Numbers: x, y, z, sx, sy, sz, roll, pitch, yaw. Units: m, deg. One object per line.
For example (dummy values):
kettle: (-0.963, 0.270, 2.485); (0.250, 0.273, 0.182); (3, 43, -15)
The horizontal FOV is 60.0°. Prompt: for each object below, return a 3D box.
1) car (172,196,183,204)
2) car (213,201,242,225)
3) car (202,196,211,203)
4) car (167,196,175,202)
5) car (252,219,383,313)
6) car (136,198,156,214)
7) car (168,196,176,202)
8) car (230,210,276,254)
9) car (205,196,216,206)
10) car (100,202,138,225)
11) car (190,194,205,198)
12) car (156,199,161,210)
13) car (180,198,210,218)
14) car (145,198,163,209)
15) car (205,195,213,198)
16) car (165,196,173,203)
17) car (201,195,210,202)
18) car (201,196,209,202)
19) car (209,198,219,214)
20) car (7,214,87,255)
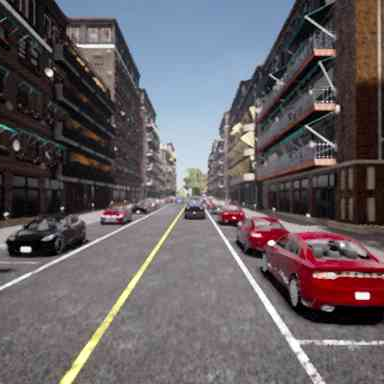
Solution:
car: (-2.531, 1.671, 68.929); (1.812, 1.442, 4.674); (0, 0, 0)
car: (2.859, 1.615, 24.666); (1.887, 1.381, 4.507); (1, 0, 0)
car: (3.219, 1.644, 75.621); (1.967, 1.590, 4.097); (1, 0, 0)
car: (-5.123, 1.715, 81.211); (1.752, 1.417, 4.829); (1, 0, 0)
car: (2.814, 1.574, 7.684); (1.887, 1.381, 4.507); (1, 0, 0)
car: (-5.442, 1.636, 36.089); (1.947, 1.339, 4.313); (1, 0, 0)
car: (-5.084, 1.731, 86.872); (1.752, 1.417, 4.829); (1, 0, 0)
car: (2.782, 1.624, 13.345); (1.802, 1.307, 4.206); (1, 0, 0)
car: (3.413, 1.621, 61.050); (1.801, 1.575, 5.366); (0, 0, 0)
car: (-5.522, 1.624, 24.766); (1.802, 1.307, 4.206); (1, 0, 0)
car: (0.384, 1.468, 46.906); (2.097, 1.767, 4.553); (0, 0, 1)
car: (-5.399, 1.525, 41.751); (1.967, 1.590, 4.097); (1, 0, 0)
car: (0.261, 1.569, 30.605); (2.128, 1.511, 4.902); (0, 0, 1)
car: (-5.362, 1.650, 47.411); (2.008, 1.369, 4.403); (1, 0, 0)
car: (3.020, 1.568, 47.312); (1.967, 1.590, 4.097); (1, 0, 0)
car: (-5.162, 1.720, 75.720); (1.887, 1.381, 4.507); (1, 0, 0)
car: (3.259, 1.659, 81.281); (1.967, 1.590, 4.097); (1, 0, 0)
car: (3.297, 1.785, 86.943); (2.008, 1.369, 4.403); (1, 0, 0)
car: (2.938, 1.649, 35.989); (2.008, 1.369, 4.403); (1, 0, 0)
car: (-5.603, 1.580, 13.447); (1.947, 1.339, 4.313); (1, 0, 0)
